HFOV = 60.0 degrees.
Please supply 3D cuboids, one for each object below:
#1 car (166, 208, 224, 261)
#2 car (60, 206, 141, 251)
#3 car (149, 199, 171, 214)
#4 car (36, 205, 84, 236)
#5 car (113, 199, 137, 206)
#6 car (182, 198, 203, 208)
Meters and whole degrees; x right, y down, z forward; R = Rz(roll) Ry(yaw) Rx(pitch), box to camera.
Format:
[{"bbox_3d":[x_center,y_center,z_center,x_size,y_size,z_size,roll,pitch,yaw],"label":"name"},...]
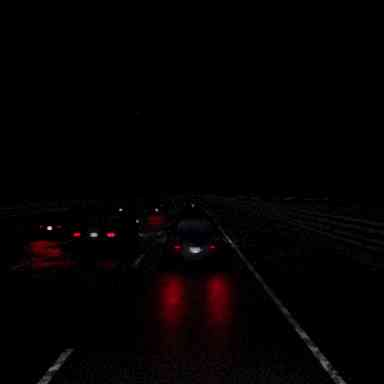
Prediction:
[{"bbox_3d":[0.095,1.522,12.056,1.812,1.442,4.674,0,0,0],"label":"car"},{"bbox_3d":[-3.404,1.544,14.053,2.033,1.411,5.357,0,0,0],"label":"car"},{"bbox_3d":[-3.397,1.501,34.697,1.837,1.490,4.892,1,-1,0],"label":"car"},{"bbox_3d":[-6.904,1.503,18.564,1.837,1.490,4.892,0,0,0],"label":"car"},{"bbox_3d":[-6.906,1.490,34.645,1.837,1.490,4.892,0,0,0],"label":"car"},{"bbox_3d":[0.094,1.360,34.311,2.097,1.767,4.553,0,0,0],"label":"car"}]
